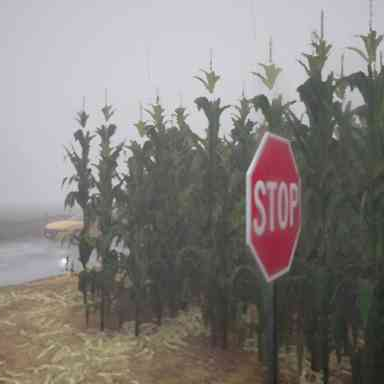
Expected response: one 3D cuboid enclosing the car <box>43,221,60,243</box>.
[{"bbox_3d":[-5.042,1.686,16.991,1.882,1.535,5.008,0,-1,34],"label":"car"}]
